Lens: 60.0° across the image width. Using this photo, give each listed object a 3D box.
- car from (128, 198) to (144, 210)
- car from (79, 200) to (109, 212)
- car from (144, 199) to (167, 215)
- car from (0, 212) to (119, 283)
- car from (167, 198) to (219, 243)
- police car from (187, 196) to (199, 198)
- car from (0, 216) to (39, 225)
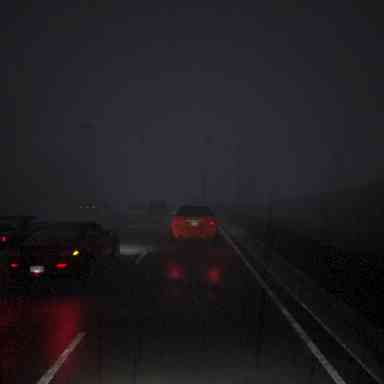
[{"bbox_3d":[-6.907,1.545,42.885,1.812,1.442,4.674,0,0,0],"label":"car"},{"bbox_3d":[-10.401,1.563,35.493,2.033,1.411,5.357,0,0,0],"label":"car"},{"bbox_3d":[-3.402,1.493,34.352,1.882,1.535,5.008,0,0,0],"label":"car"},{"bbox_3d":[-3.402,1.530,9.604,1.812,1.442,4.674,0,0,0],"label":"car"},{"bbox_3d":[0.103,1.360,16.185,2.097,1.767,4.553,0,0,0],"label":"car"},{"bbox_3d":[0.095,1.448,52.437,1.930,1.638,5.238,0,0,0],"label":"police car"},{"bbox_3d":[-6.904,1.607,13.416,1.895,1.301,4.718,0,0,0],"label":"car"}]
